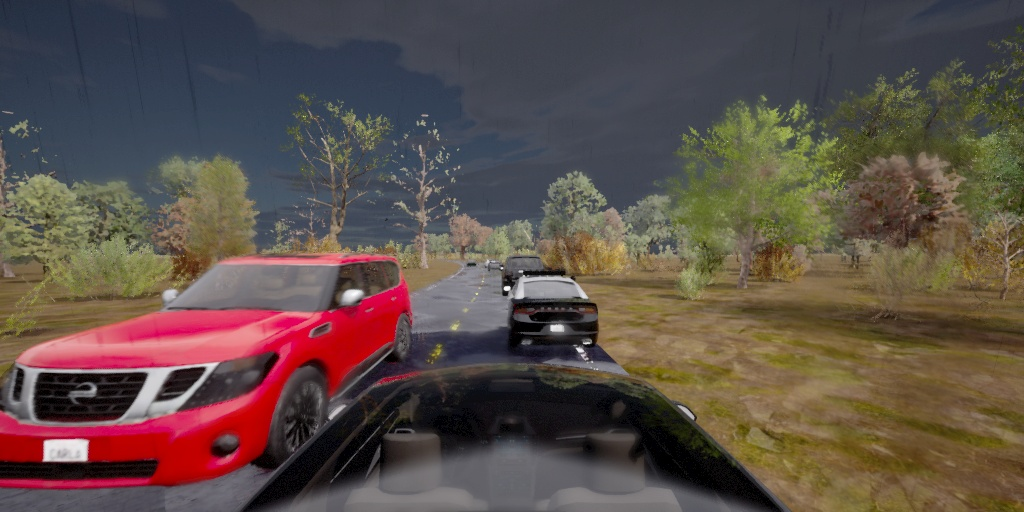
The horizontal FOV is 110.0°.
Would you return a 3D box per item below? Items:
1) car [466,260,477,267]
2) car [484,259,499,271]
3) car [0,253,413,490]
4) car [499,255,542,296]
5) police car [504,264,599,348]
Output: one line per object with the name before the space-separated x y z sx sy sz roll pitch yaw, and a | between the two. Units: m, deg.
car | -7.225 1.357 64.043 1.895 1.301 4.718 0 0 -8
car | -2.314 1.240 48.050 2.128 1.511 4.902 0 0 -5
car | -3.066 0.971 5.202 2.150 2.045 5.566 0 0 -1
car | 0.531 0.972 19.363 2.150 2.045 5.566 0 0 -2
police car | 0.820 1.174 9.399 1.930 1.638 5.238 0 0 -1
